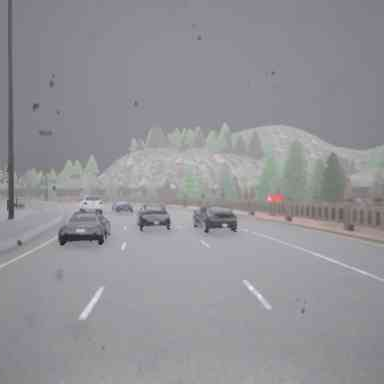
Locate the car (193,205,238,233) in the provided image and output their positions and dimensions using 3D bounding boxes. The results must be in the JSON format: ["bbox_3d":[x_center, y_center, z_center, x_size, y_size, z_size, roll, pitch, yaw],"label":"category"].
[{"bbox_3d":[1.291,1.540,20.109,1.837,1.490,4.892,0,0,-11],"label":"car"}]

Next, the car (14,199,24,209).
[{"bbox_3d":[-27.523,1.865,51.972,1.882,1.535,5.008,0,0,-34],"label":"car"}]

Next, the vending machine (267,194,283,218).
[{"bbox_3d":[7.284,1.218,29.300,1.100,2.100,0.880,0,0,-15],"label":"vending machine"}]

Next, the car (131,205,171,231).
[{"bbox_3d":[-2.553,1.552,21.338,2.128,1.511,4.902,0,0,-13],"label":"car"}]

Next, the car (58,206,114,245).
[{"bbox_3d":[-5.066,1.624,16.082,1.994,1.385,4.181,0,0,-10],"label":"car"}]

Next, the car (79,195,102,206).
[{"bbox_3d":[-11.744,1.404,38.422,2.150,2.045,5.566,0,0,-23],"label":"car"}]

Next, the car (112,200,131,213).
[{"bbox_3d":[-8.132,1.681,38.733,1.812,1.442,4.674,0,0,-22],"label":"car"}]
